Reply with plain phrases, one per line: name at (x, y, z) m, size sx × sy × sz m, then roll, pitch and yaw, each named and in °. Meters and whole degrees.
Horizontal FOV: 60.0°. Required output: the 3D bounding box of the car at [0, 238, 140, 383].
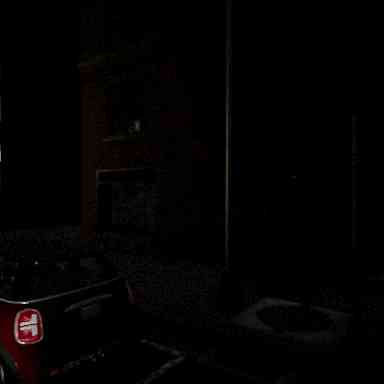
car at (-2.779, 1.434, 5.057) m, size 4.097 × 1.590 × 1.967 m, roll 0°, pitch 0°, yaw 35°
